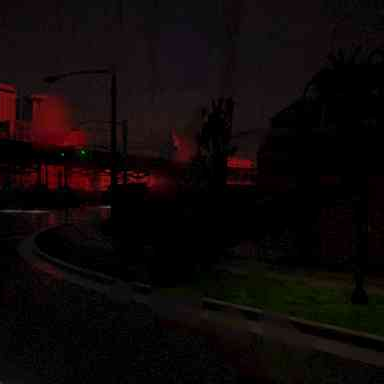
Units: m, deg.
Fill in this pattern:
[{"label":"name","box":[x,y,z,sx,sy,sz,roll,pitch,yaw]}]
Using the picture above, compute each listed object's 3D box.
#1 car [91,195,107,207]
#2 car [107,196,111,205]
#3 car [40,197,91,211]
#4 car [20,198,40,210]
[{"label":"car","box":[-12.958,1.260,47.970,2.128,1.511,4.902,0,1,37]},{"label":"car","box":[-8.966,1.289,47.450,2.033,1.411,5.357,0,1,37]},{"label":"car","box":[-14.908,1.364,39.579,1.837,1.490,4.892,0,1,37]},{"label":"car","box":[-18.475,1.403,40.665,1.812,1.442,4.674,0,1,37]}]
